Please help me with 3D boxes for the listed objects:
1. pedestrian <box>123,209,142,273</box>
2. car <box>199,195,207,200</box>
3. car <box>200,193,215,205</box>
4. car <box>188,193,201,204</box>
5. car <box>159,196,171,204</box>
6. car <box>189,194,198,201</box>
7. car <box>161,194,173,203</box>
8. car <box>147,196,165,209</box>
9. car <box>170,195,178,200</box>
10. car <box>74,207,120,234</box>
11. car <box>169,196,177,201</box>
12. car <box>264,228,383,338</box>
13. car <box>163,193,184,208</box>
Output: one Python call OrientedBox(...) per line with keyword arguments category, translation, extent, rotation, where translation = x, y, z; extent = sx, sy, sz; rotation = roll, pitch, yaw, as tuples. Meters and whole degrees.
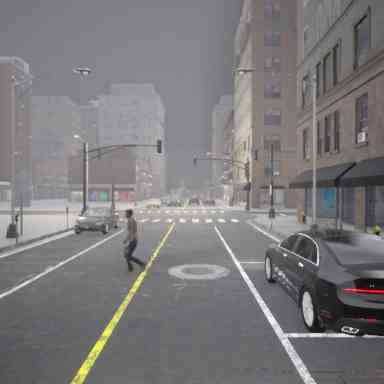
OrientedBox(category="pedestrian", translation=(-1.637, 1.293, 9.118), extent=(0.375, 1.860, 0.375), rotation=(0, 0, -8))
OrientedBox(category="car", translation=(3.077, 1.559, 91.038), extent=(2.008, 1.369, 4.403), rotation=(0, 0, 0))
OrientedBox(category="car", translation=(2.913, 1.443, 57.067), extent=(1.967, 1.590, 4.097), rotation=(0, 0, 0))
OrientedBox(category="car", translation=(0.397, 1.508, 62.263), extent=(1.837, 1.490, 4.892), rotation=(0, 0, 0))
OrientedBox(category="car", translation=(-5.085, 1.554, 62.768), extent=(2.008, 1.369, 4.403), rotation=(0, 0, 0))
OrientedBox(category="car", translation=(0.414, 1.362, 85.813), extent=(2.097, 1.767, 4.553), rotation=(0, 0, 0))
OrientedBox(category="car", translation=(-5.057, 1.320, 68.430), extent=(2.192, 1.841, 5.009), rotation=(0, 0, 0))
OrientedBox(category="car", translation=(-5.168, 1.527, 45.612), extent=(1.752, 1.417, 4.829), rotation=(0, 0, 0))
OrientedBox(category="car", translation=(-4.948, 1.533, 90.907), extent=(1.752, 1.417, 4.829), rotation=(0, 0, 0))
OrientedBox(category="car", translation=(-5.297, 1.551, 18.937), extent=(2.008, 1.369, 4.403), rotation=(0, 0, 0))
OrientedBox(category="car", translation=(-4.975, 1.589, 85.416), extent=(1.802, 1.307, 4.206), rotation=(0, 0, 0))
OrientedBox(category="car", translation=(2.782, 1.506, 6.773), extent=(1.837, 1.490, 4.892), rotation=(0, 0, 0))
OrientedBox(category="car", translation=(-2.604, 1.354, 48.936), extent=(2.097, 1.767, 4.553), rotation=(0, 0, 0))
